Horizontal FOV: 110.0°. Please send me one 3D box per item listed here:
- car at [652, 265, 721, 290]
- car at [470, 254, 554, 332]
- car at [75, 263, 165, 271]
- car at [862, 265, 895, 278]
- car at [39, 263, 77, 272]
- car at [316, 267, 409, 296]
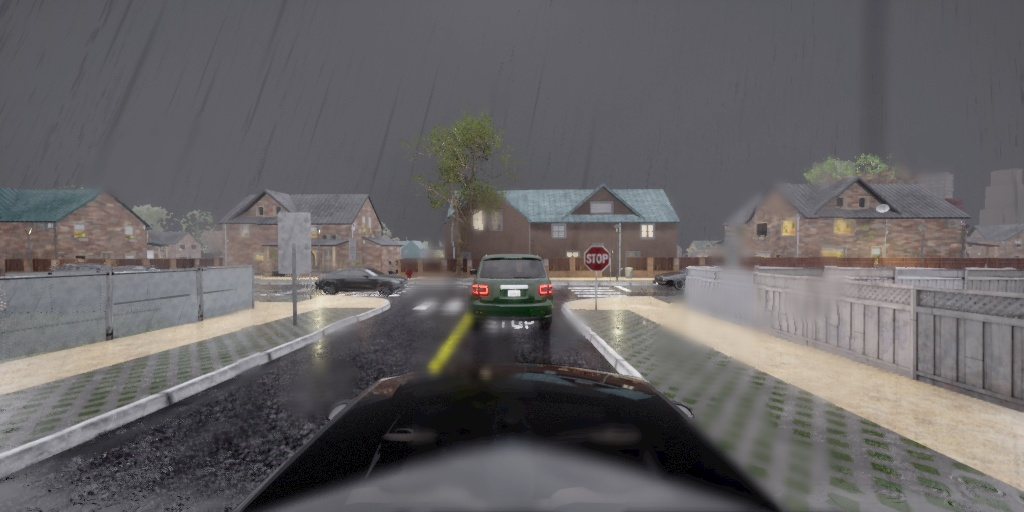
[{"bbox_3d":[11.339,1.248,21.381,5.357,1.411,2.033,0,1,2],"label":"car"},{"bbox_3d":[-0.124,0.967,11.081,2.150,2.045,5.566,0,0,-4],"label":"car"},{"bbox_3d":[-19.955,1.251,19.434,5.008,1.535,1.882,0,1,2],"label":"car"},{"bbox_3d":[21.521,1.261,21.136,4.181,1.385,1.994,0,1,1],"label":"car"},{"bbox_3d":[-27.465,1.187,22.625,4.902,1.511,2.128,0,1,2],"label":"car"},{"bbox_3d":[-7.909,1.302,19.047,4.674,1.442,1.812,0,1,2],"label":"car"}]
